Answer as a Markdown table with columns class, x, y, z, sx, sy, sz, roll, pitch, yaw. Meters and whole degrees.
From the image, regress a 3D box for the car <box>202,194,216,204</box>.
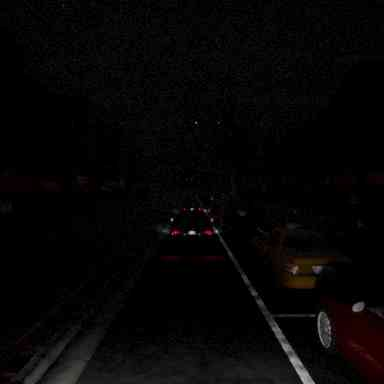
| class | x | y | z | sx | sy | sz | roll | pitch | yaw |
| --- | --- | --- | --- | --- | --- | --- | --- | --- | --- |
| car | 2.661 | 1.087 | 53.260 | 1.887 | 1.381 | 4.507 | 2 | 1 | 0 |

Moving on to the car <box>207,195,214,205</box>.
| class | x | y | z | sx | sy | sz | roll | pitch | yaw |
| --- | --- | --- | --- | --- | --- | --- | --- | --- | --- |
| car | 2.750 | 1.340 | 32.560 | 1.812 | 1.442 | 4.674 | 0 | 1 | 0 |

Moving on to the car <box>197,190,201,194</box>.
| class | x | y | z | sx | sy | sz | roll | pitch | yaw |
| --- | --- | --- | --- | --- | --- | --- | --- | --- | --- |
| car | 2.662 | 0.828 | 69.927 | 1.947 | 1.339 | 4.313 | 2 | 1 | 0 |

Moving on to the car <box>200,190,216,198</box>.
| class | x | y | z | sx | sy | sz | roll | pitch | yaw |
| --- | --- | --- | --- | --- | --- | --- | --- | --- | --- |
| car | 2.666 | 0.938 | 47.700 | 2.192 | 1.841 | 5.009 | 2 | 1 | 0 |

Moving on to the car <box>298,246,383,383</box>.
| class | x | y | z | sx | sy | sz | roll | pitch | yaw |
| --- | --- | --- | --- | --- | --- | --- | --- | --- | --- |
| car | 2.650 | 1.581 | 3.230 | 1.802 | 1.307 | 4.206 | 1 | 0 | 0 |

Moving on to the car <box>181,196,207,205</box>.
| class | x | y | z | sx | sy | sz | roll | pitch | yaw |
| --- | --- | --- | --- | --- | --- | --- | --- | --- | --- |
| car | 0.000 | 1.410 | 29.649 | 2.033 | 1.411 | 5.357 | 0 | 1 | 0 |

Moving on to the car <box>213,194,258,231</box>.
| class | x | y | z | sx | sy | sz | roll | pitch | yaw |
| --- | --- | --- | --- | --- | --- | --- | --- | --- | --- |
| car | 2.661 | 1.250 | 19.909 | 2.192 | 1.841 | 5.009 | 1 | 0 | 0 |

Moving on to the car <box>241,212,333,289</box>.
| class | x | y | z | sx | sy | sz | roll | pitch | yaw |
| --- | --- | --- | --- | --- | --- | --- | --- | --- | --- |
| car | 2.653 | 1.515 | 8.960 | 1.752 | 1.417 | 4.829 | 1 | 0 | 0 |

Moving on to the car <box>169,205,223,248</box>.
| class | x | y | z | sx | sy | sz | roll | pitch | yaw |
| --- | --- | --- | --- | --- | --- | --- | --- | --- | --- |
| car | 0.000 | 1.530 | 14.649 | 2.033 | 1.411 | 5.357 | 0 | 0 | 0 |

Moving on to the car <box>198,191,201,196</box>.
| class | x | y | z | sx | sy | sz | roll | pitch | yaw |
| --- | --- | --- | --- | --- | --- | --- | --- | --- | --- |
| car | 2.662 | 0.926 | 64.371 | 1.947 | 1.339 | 4.313 | 2 | 1 | 0 |

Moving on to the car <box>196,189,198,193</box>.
| class | x | y | z | sx | sy | sz | roll | pitch | yaw |
| --- | --- | --- | --- | --- | --- | --- | --- | --- | --- |
| car | 2.669 | 0.378 | 81.028 | 2.192 | 1.841 | 5.009 | 2 | 1 | 0 |

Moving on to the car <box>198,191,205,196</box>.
| class | x | y | z | sx | sy | sz | roll | pitch | yaw |
| --- | --- | --- | --- | --- | --- | --- | --- | --- | --- |
| car | 2.659 | 0.454 | 92.138 | 1.802 | 1.307 | 4.206 | 2 | 1 | 0 |
